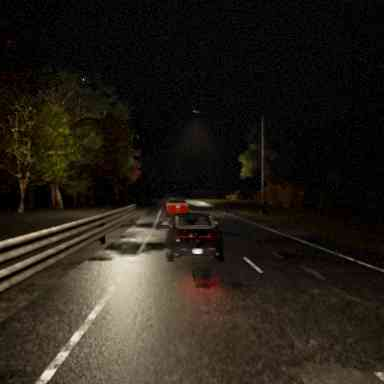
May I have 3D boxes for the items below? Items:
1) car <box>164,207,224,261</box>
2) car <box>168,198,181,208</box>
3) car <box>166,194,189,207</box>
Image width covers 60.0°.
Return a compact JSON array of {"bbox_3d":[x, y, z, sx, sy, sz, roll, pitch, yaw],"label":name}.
[{"bbox_3d":[-0.010,1.513,12.283,1.837,1.490,4.892,0,0,-4],"label":"car"},{"bbox_3d":[-2.699,1.626,50.124,1.895,1.301,4.718,0,0,-4],"label":"car"},{"bbox_3d":[-1.423,1.372,32.159,2.097,1.767,4.553,0,0,-4],"label":"car"}]
